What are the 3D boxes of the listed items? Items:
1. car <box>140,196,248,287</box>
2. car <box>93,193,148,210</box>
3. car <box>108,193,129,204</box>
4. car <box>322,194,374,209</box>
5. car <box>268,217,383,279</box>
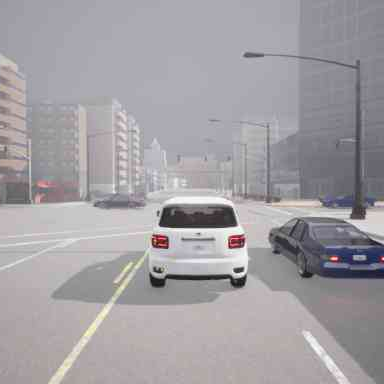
[{"bbox_3d":[0.147,1.127,9.213,2.150,2.045,5.566,0,1,0],"label":"car"},{"bbox_3d":[-7.417,1.069,34.408,5.357,1.411,2.033,0,1,1],"label":"car"},{"bbox_3d":[-10.283,0.876,47.076,1.837,1.490,4.892,0,1,1],"label":"car"},{"bbox_3d":[15.914,0.931,34.058,5.008,1.535,1.882,0,1,1],"label":"car"},{"bbox_3d":[3.663,1.440,9.755,2.033,1.411,5.357,0,1,0],"label":"car"}]
